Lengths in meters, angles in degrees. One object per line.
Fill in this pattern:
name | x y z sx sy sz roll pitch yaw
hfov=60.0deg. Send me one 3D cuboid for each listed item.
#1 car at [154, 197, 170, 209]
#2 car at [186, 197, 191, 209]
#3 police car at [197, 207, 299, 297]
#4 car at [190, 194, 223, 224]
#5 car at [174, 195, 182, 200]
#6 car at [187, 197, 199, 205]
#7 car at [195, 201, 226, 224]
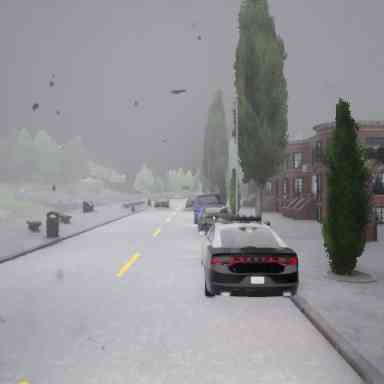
car | -4.004 1.477 45.090 1.882 1.535 5.008 0 0 0
car | 0.115 1.600 46.190 1.895 1.301 4.718 0 0 1
police car | 1.218 1.425 8.729 1.930 1.638 5.238 0 0 0
car | 1.191 1.173 24.649 2.150 2.045 5.566 -3 0 0
car | -3.810 1.476 90.666 1.882 1.535 5.008 0 0 0
car | 0.125 1.563 58.925 1.994 1.385 4.181 0 0 0
car | 1.238 1.505 18.618 1.837 1.490 4.892 0 0 0
